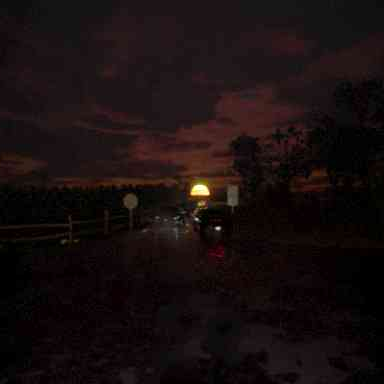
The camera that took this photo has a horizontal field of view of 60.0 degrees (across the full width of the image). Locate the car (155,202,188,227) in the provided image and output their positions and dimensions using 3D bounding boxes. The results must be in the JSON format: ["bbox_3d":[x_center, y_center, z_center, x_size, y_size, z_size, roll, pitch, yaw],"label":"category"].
[{"bbox_3d":[-1.589,1.768,25.269,1.837,1.490,4.892,-1,-1,4],"label":"car"}]

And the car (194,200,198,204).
[{"bbox_3d":[-0.625,1.934,44.870,1.882,1.535,5.008,-1,-1,3],"label":"car"}]

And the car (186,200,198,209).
[{"bbox_3d":[0.051,2.120,57.951,1.812,1.442,4.674,-1,-1,3],"label":"car"}]

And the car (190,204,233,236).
[{"bbox_3d":[1.192,1.691,19.919,1.837,1.490,4.892,-3,0,-5],"label":"car"}]

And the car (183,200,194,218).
[{"bbox_3d":[-1.115,1.859,34.748,1.837,1.490,4.892,-1,-1,3],"label":"car"}]
